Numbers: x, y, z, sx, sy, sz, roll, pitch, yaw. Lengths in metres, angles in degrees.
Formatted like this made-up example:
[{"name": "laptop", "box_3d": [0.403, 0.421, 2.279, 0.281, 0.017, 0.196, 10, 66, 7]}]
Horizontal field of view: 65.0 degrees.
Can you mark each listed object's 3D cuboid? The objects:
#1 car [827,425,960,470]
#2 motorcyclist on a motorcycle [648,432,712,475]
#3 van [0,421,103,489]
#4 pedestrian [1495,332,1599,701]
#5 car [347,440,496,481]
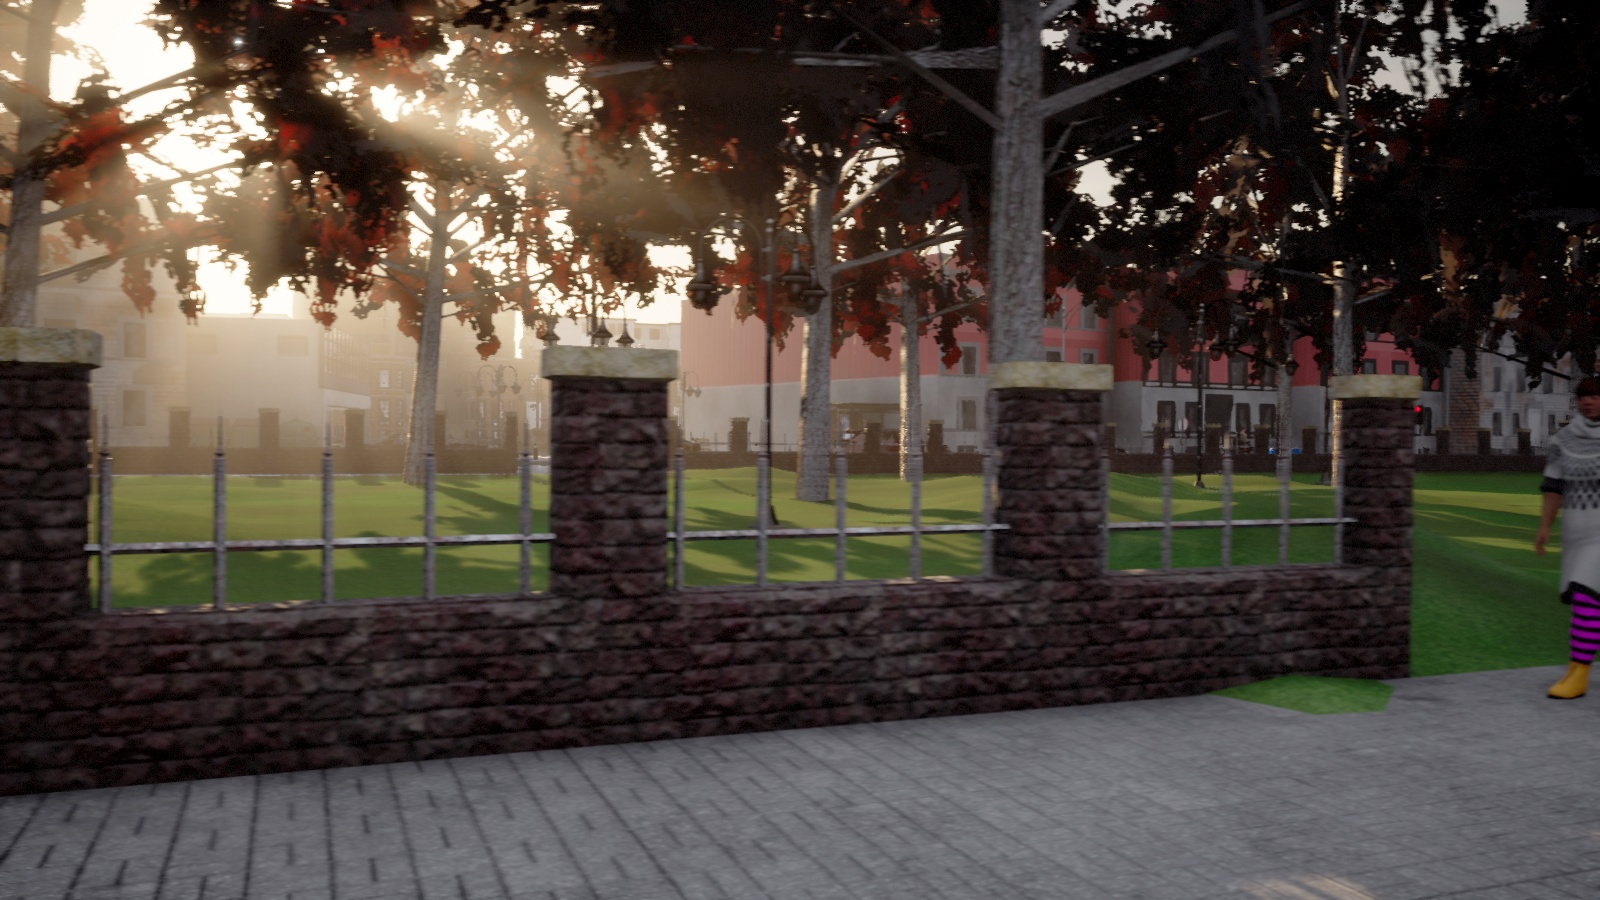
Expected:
[{"name": "car", "box_3d": [3.697, -0.130, 49.752, 4.856, 1.649, 2.033, -1, 1, -22]}, {"name": "motorcyclist on a motorcycle", "box_3d": [-4.456, 0.116, 46.496, 2.191, 1.530, 0.866, -1, 1, -22]}, {"name": "van", "box_3d": [-24.131, 0.145, 38.621, 4.480, 2.038, 2.069, -1, 1, -22]}, {"name": "pedestrian", "box_3d": [4.526, 0.343, 7.073, 0.873, 1.952, 0.659, -1, 1, -22]}, {"name": "car", "box_3d": [-12.987, 0.329, 43.088, 4.718, 1.301, 1.895, -1, 1, -22]}]
